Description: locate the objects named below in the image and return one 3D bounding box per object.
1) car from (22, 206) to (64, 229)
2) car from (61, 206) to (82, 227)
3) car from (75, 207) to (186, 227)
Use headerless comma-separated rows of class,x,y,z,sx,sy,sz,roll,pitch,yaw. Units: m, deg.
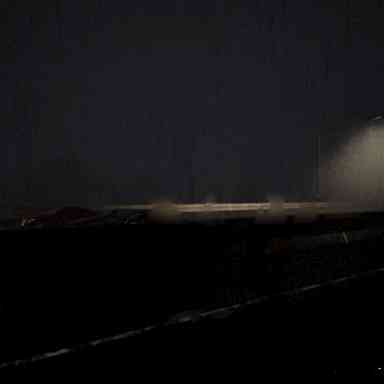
car,-7.583,1.568,19.982,4.674,1.442,1.812,1,0,-35
car,-3.981,1.609,18.220,5.357,1.411,2.033,1,0,-35
car,-2.436,1.564,15.035,4.892,1.490,1.837,1,-1,-35
